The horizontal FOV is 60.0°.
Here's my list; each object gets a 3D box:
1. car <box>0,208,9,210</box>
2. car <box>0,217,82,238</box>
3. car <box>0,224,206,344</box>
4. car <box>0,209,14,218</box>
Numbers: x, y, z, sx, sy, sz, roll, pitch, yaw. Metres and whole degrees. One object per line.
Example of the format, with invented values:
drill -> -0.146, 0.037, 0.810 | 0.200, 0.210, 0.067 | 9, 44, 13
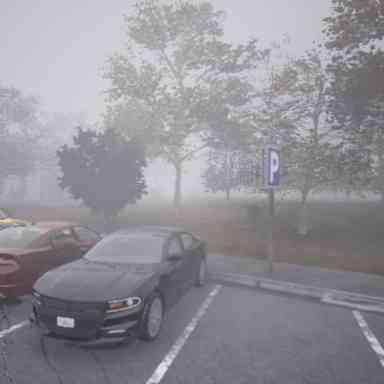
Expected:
car -> -8.350, 1.361, 11.925 | 2.185, 1.767, 4.553 | 1, -1, 14
car -> -3.478, 1.485, 8.517 | 2.097, 1.535, 5.008 | 0, -1, 15
car -> -1.027, 1.485, 6.825 | 2.097, 1.535, 5.008 | 1, -1, 15
car -> -5.869, 1.485, 10.395 | 1.946, 1.575, 5.366 | 0, -1, 14
